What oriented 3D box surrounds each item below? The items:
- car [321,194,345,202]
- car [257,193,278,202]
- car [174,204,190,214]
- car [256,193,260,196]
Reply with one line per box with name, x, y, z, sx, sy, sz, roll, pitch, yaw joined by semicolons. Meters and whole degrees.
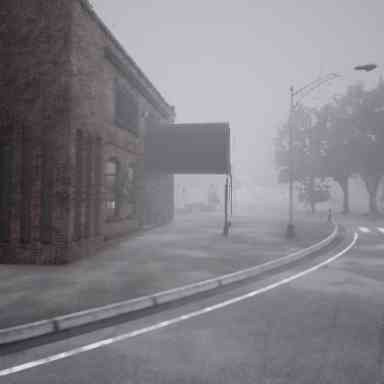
car;37.503;1.923;87.185;5.008;1.535;2.097;0;3;-11
car;20.469;1.871;87.831;4.674;1.452;2.002;-1;3;-13
car;-2.608;1.995;41.372;4.718;1.301;1.895;1;-1;9
car;20.880;1.688;90.759;4.792;1.488;2.163;-1;3;-12
